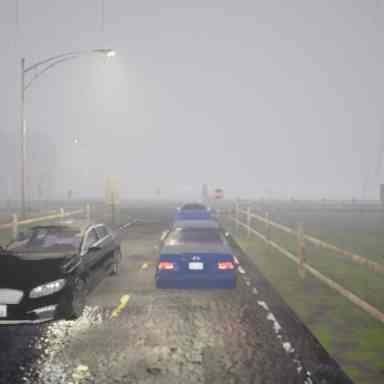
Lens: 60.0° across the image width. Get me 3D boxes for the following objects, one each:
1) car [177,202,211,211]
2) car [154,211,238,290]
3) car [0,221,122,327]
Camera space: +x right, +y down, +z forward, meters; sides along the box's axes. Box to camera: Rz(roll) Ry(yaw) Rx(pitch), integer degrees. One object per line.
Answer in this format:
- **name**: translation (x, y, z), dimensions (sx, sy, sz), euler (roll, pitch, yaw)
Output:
- **car**: translation (0.103, 1.330, 19.643), dimensions (1.882, 1.535, 5.008), euler (0, 0, 0)
- **car**: translation (0.097, 1.478, 9.030), dimensions (2.033, 1.411, 5.357), euler (0, 0, 0)
- **car**: translation (-2.839, 1.436, 7.241), dimensions (2.128, 1.511, 4.902), euler (0, 0, 0)
